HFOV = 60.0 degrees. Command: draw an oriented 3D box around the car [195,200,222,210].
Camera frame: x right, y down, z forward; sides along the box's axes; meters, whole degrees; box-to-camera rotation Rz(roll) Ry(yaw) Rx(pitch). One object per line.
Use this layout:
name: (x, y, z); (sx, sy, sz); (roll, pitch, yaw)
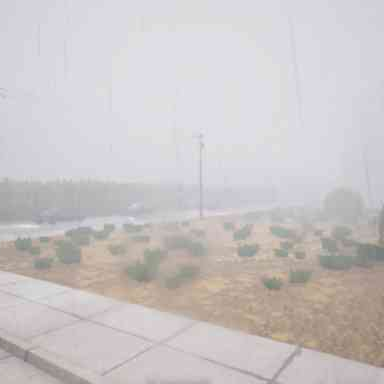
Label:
car: (2.557, 1.912, 48.804); (2.033, 1.411, 5.357); (-1, -1, 33)

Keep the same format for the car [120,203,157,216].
car: (-5.663, 1.881, 36.062); (1.812, 1.442, 4.674); (-1, 0, 33)

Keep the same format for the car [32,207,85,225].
car: (-11.029, 1.914, 27.741); (1.994, 1.385, 4.181); (-1, -1, 33)
